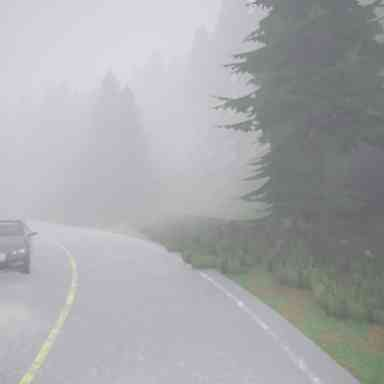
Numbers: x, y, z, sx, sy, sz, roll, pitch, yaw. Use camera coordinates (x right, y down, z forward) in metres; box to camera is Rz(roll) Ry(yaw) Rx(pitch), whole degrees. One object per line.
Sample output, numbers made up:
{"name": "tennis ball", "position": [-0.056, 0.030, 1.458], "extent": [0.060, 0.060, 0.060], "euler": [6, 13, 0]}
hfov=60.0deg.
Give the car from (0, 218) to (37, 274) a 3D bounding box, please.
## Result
{"name": "car", "position": [-6.139, 1.640, 10.706], "extent": [2.128, 1.511, 4.902], "euler": [0, -1, -24]}
